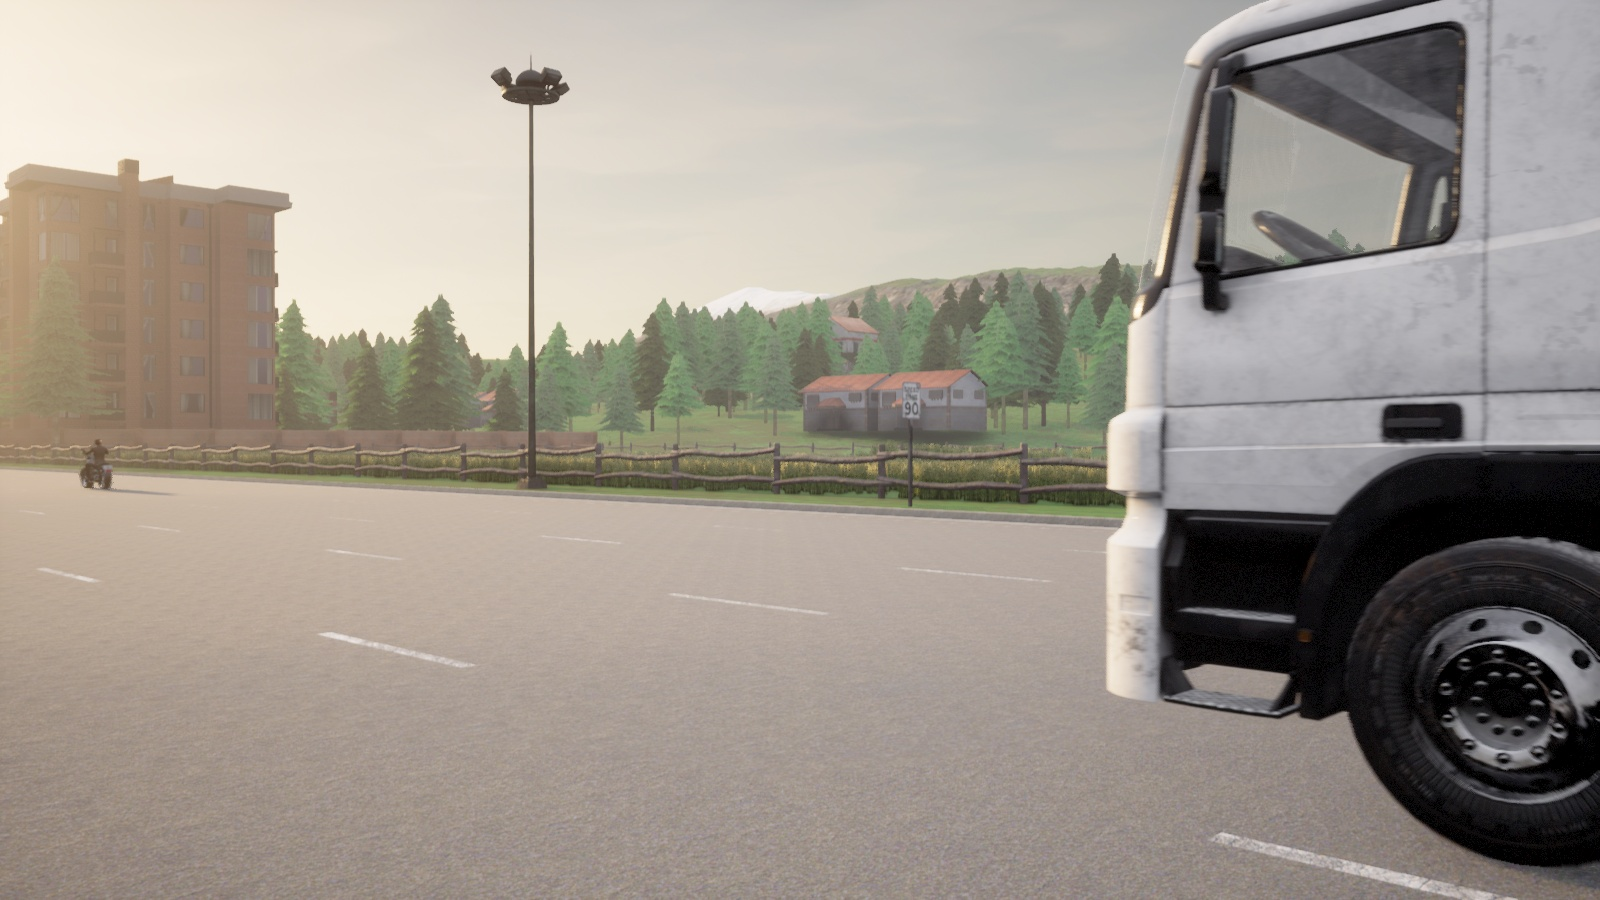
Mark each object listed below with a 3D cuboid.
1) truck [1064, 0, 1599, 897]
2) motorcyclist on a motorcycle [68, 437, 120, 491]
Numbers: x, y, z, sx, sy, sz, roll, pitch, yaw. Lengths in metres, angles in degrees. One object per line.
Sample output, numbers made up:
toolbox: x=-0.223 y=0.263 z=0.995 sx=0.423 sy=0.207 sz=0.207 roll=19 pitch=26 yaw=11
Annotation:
truck: x=5.034 y=-0.255 z=3.834 sx=7.936 sy=3.462 sz=2.891 roll=0 pitch=1 yaw=44
motorcyclist on a motorcycle: x=-22.330 y=0.420 z=39.694 sx=2.350 sy=1.649 sz=0.766 roll=0 pitch=0 yaw=44
